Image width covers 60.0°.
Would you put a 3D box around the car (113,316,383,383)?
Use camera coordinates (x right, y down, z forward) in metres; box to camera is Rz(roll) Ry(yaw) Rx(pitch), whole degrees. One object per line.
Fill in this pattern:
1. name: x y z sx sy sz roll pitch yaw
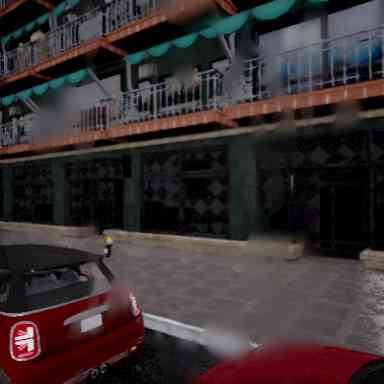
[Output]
1. car: 1.911 1.538 1.518 4.507 1.381 1.887 -1 -1 35

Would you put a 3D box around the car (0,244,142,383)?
1. car: -2.686 1.477 4.781 4.097 1.590 1.967 -1 -1 35
